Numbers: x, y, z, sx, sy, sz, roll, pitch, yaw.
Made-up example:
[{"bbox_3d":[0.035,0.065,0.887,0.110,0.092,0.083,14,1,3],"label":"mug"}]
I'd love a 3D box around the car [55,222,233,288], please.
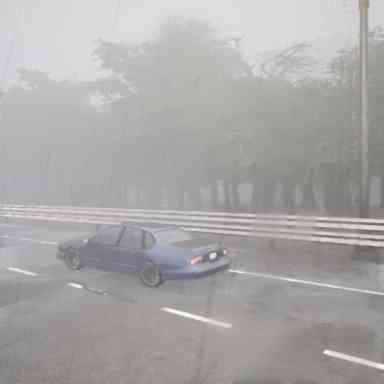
[{"bbox_3d":[-1.554,1.554,9.279,5.357,1.411,2.033,0,0,36],"label":"car"}]
